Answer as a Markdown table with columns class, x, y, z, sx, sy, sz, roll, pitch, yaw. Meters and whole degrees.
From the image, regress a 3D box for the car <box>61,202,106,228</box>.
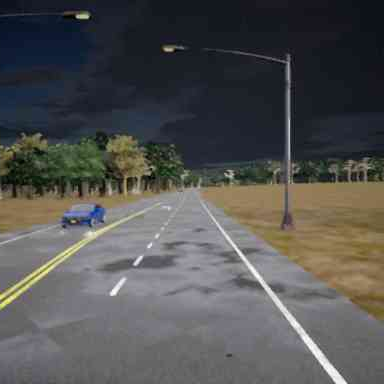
| class | x | y | z | sx | sy | sz | roll | pitch | yaw |
| --- | --- | --- | --- | --- | --- | --- | --- | --- | --- |
| car | -6.993 | 1.431 | 21.883 | 1.882 | 1.535 | 5.008 | 0 | 0 | -2 |
